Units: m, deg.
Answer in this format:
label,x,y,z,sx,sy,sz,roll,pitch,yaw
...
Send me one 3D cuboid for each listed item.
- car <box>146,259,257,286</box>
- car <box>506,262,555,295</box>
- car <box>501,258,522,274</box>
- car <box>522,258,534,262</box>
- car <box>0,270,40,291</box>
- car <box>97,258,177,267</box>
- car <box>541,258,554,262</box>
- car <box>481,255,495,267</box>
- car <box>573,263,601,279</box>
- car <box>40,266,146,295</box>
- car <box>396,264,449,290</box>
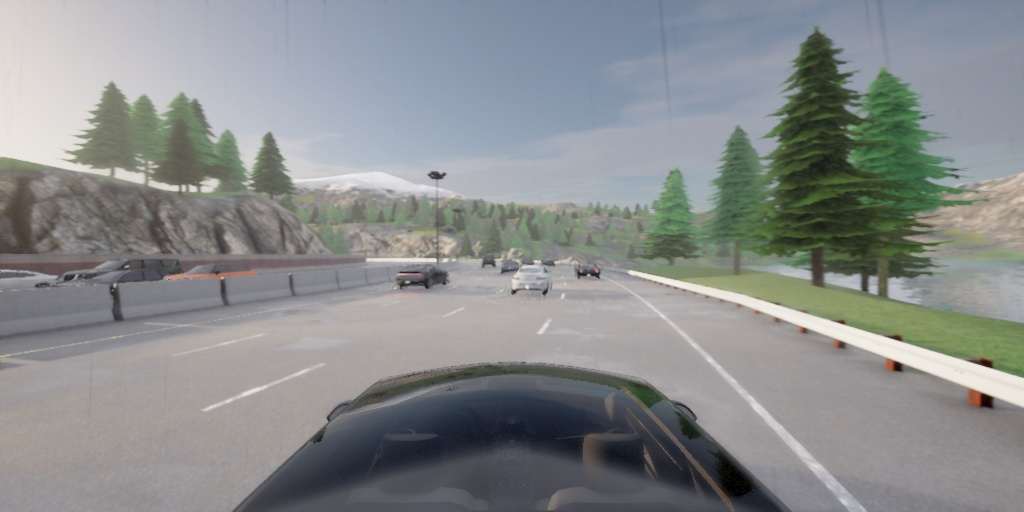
label,x,y,z,sx,sy,sz,roll,pitch,yaw
car,-16.833,1.217,20.071,2.097,1.767,4.553,-1,0,11
car,1.134,1.229,19.443,1.812,1.442,4.674,0,0,10
car,-0.150,1.234,40.521,1.994,1.385,4.181,0,0,2
car,2.679,1.088,63.028,2.128,1.511,4.902,0,0,-6
car,-27.690,1.491,19.227,1.812,1.442,4.674,0,0,11
car,-23.533,1.143,22.053,2.150,2.045,5.566,0,0,10
car,6.218,1.093,62.920,1.812,1.442,4.674,0,0,-6
car,-4.138,0.881,62.325,2.150,2.045,5.566,0,0,-7
car,6.379,1.232,31.070,1.895,1.301,4.718,0,0,5
car,-20.510,1.448,19.258,2.033,1.411,5.357,0,0,12
car,-5.450,1.247,22.429,2.128,1.511,4.902,0,0,9
